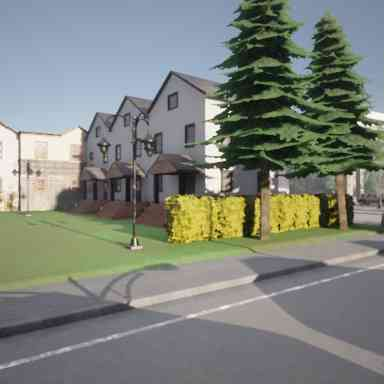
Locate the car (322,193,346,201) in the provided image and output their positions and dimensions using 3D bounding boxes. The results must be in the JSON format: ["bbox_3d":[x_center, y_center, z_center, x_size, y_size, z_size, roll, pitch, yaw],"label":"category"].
[{"bbox_3d":[31.737,1.072,74.523,1.932,1.855,4.605,0,0,-36],"label":"car"}]

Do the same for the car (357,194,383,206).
[{"bbox_3d":[26.892,1.079,49.065,1.932,1.855,4.605,0,0,-36],"label":"car"}]
